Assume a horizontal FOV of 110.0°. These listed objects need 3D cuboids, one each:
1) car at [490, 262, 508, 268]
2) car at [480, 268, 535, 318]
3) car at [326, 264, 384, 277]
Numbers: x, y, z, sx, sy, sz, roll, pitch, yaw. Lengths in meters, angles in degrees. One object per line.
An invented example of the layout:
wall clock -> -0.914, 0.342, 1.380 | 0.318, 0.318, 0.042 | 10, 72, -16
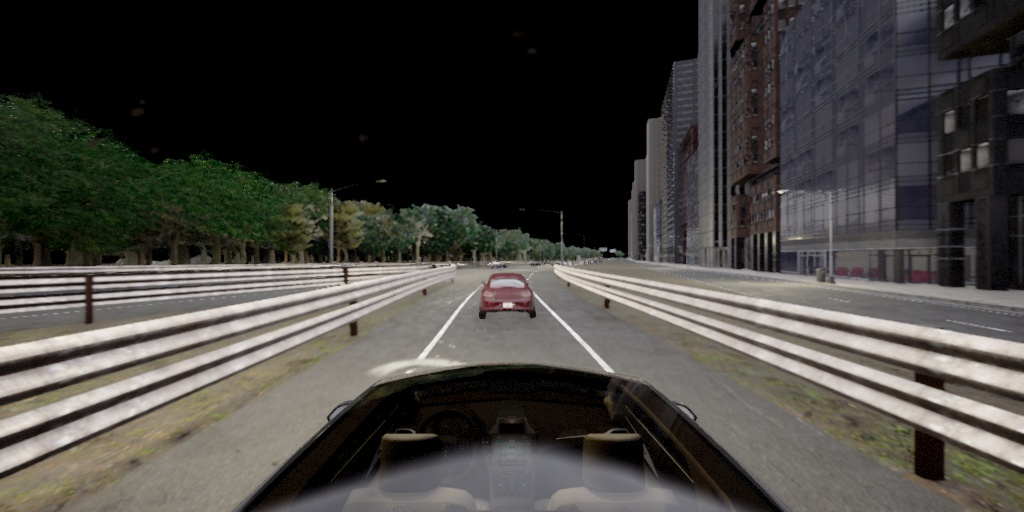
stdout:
car -> -2.168, 1.700, 62.739 | 1.895, 1.301, 4.718 | 0, -1, 17
car -> -0.187, 1.341, 13.227 | 1.812, 1.442, 4.674 | 0, 0, -2
car -> -12.334, 1.324, 28.548 | 1.895, 1.301, 4.718 | 0, -1, 17
